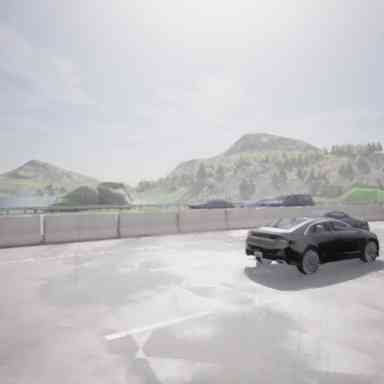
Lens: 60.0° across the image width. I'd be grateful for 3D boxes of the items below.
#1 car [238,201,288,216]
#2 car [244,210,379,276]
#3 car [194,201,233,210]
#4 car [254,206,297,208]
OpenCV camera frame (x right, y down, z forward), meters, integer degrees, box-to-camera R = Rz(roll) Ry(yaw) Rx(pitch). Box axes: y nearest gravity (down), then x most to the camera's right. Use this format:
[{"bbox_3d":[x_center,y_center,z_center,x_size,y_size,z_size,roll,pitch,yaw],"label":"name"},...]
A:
[{"bbox_3d":[6.979,1.572,32.563,4.718,1.301,1.895,0,0,-28],"label":"car"},{"bbox_3d":[3.857,1.485,10.344,4.902,1.511,2.128,0,0,-32],"label":"car"},{"bbox_3d":[2.269,1.502,37.996,5.357,1.411,2.033,0,0,-28],"label":"car"},{"bbox_3d":[8.311,1.200,29.308,5.566,2.045,2.150,0,0,-28],"label":"car"}]
